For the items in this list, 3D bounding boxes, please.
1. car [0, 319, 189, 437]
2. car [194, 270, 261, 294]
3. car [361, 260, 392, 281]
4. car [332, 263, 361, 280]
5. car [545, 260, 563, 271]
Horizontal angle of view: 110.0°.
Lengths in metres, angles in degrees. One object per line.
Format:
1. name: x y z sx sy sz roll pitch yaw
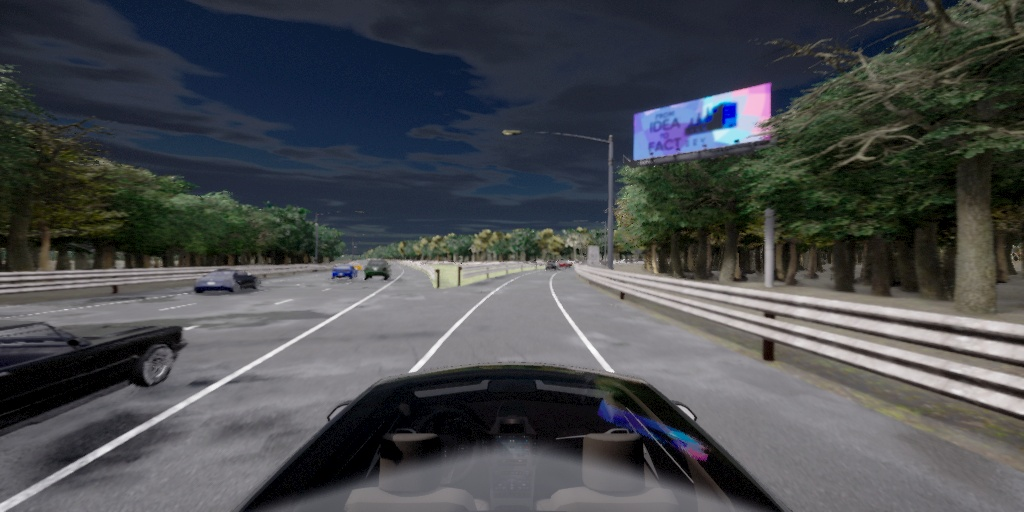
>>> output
1. car: -6.009 1.339 3.858 1.895 1.301 4.718 0 -1 -12
2. car: -17.132 1.509 21.831 1.994 1.385 4.181 0 -1 -13
3. car: -13.751 1.414 37.018 2.150 2.045 5.566 0 -1 -14
4. car: -17.411 1.667 37.599 1.882 1.535 5.008 0 -1 -14
5. car: 6.919 1.697 60.807 1.837 1.490 4.892 0 0 17
